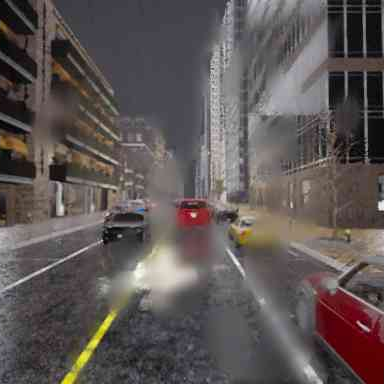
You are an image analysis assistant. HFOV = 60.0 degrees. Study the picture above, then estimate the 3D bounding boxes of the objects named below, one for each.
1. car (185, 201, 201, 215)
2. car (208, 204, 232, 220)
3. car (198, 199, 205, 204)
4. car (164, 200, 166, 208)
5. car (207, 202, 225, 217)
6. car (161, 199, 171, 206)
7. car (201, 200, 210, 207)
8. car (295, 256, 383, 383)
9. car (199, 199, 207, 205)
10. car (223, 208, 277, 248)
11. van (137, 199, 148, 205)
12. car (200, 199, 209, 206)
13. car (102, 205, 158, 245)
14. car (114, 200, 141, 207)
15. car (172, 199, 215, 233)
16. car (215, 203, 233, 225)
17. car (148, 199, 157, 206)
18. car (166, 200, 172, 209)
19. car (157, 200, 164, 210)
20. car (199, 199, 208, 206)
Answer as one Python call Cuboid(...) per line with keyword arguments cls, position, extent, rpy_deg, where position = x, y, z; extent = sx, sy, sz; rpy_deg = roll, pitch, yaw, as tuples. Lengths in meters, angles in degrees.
Cuboid(cls="car", position=(0.102, 1.962, 41.372), extent=(1.837, 1.490, 4.892), rpy_deg=(0, -1, 0))
Cuboid(cls="car", position=(2.674, 1.904, 32.468), extent=(1.887, 1.381, 4.507), rpy_deg=(1, -1, 0))
Cuboid(cls="car", position=(2.675, 2.611, 95.140), extent=(1.887, 1.381, 4.507), rpy_deg=(1, -1, 0))
Cuboid(cls="car", position=(-5.673, 2.222, 61.079), extent=(1.887, 1.381, 4.507), rpy_deg=(1, -1, 0))
Cuboid(cls="car", position=(2.674, 1.949, 38.335), extent=(1.752, 1.417, 4.829), rpy_deg=(1, -1, 0))
Cuboid(cls="car", position=(-5.672, 2.330, 72.305), extent=(1.752, 1.417, 4.829), rpy_deg=(1, -1, 0))
Cuboid(cls="car", position=(2.674, 2.323, 66.651), extent=(1.802, 1.307, 4.206), rpy_deg=(1, -1, 0))
Cuboid(cls="car", position=(2.675, 1.486, 3.982), extent=(1.967, 1.590, 4.097), rpy_deg=(1, -1, 0))
Cuboid(cls="car", position=(2.675, 2.479, 83.746), extent=(1.887, 1.381, 4.507), rpy_deg=(1, -1, 0))
Cuboid(cls="car", position=(2.673, 1.698, 15.545), extent=(1.752, 1.417, 4.829), rpy_deg=(1, -1, 0))
Cuboid(cls="van", position=(-5.669, 1.701, 32.596), extent=(1.690, 1.788, 3.998), rpy_deg=(1, -1, 0))
Cuboid(cls="car", position=(2.675, 2.350, 72.349), extent=(1.887, 1.381, 4.507), rpy_deg=(1, -1, 0))
Cuboid(cls="car", position=(-3.098, 1.665, 16.874), extent=(1.882, 1.535, 5.008), rpy_deg=(0, -1, 0))
Cuboid(cls="car", position=(-5.671, 1.738, 26.897), extent=(1.967, 1.590, 4.097), rpy_deg=(1, -1, 0))
Cuboid(cls="car", position=(0.097, 1.462, 21.624), extent=(2.150, 2.045, 5.566), rpy_deg=(0, 0, 0))
Cuboid(cls="car", position=(2.673, 1.847, 26.770), extent=(2.008, 1.369, 4.403), rpy_deg=(1, -1, 0))
Cuboid(cls="car", position=(-5.668, 1.738, 38.293), extent=(2.192, 1.841, 5.009), rpy_deg=(1, -1, 0))
Cuboid(cls="car", position=(-3.044, 2.214, 58.667), extent=(1.994, 1.385, 4.181), rpy_deg=(0, -1, 1))
Cuboid(cls="car", position=(-5.672, 2.073, 49.515), extent=(1.752, 1.417, 4.829), rpy_deg=(1, -1, 0))
Cuboid(cls="car", position=(2.675, 2.397, 78.218), extent=(1.752, 1.417, 4.829), rpy_deg=(1, -1, 0))
